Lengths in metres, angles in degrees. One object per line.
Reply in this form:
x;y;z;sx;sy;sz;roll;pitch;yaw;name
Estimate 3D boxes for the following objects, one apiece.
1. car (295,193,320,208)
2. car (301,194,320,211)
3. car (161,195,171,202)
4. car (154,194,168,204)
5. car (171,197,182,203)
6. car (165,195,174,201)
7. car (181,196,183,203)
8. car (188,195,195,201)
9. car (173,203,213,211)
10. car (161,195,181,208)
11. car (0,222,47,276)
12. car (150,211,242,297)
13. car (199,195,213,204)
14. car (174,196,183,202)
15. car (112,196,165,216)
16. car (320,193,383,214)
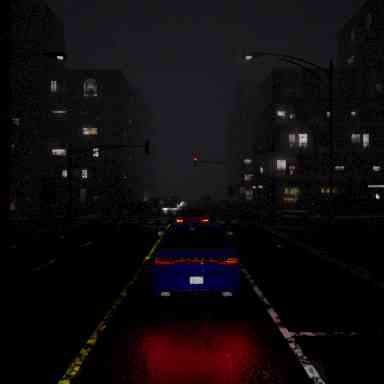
14.505;1.014;38.183;5.009;1.841;2.192;-1;1;-1;car
14.732;1.205;35.614;4.892;1.490;1.837;-1;0;-1;car
-5.798;1.470;74.569;1.967;1.590;4.097;0;0;0;car
-5.782;1.336;63.203;2.192;1.841;5.009;0;0;0;car
-3.109;1.626;68.201;1.895;1.301;4.718;0;0;0;car
-5.814;1.480;85.934;1.967;1.590;4.097;0;0;0;car
-3.163;1.370;58.692;2.097;1.767;4.553;0;0;0;car
-0.129;1.570;90.530;2.128;1.511;4.902;0;0;0;car
0.072;1.526;17.952;1.812;1.442;4.674;0;0;1;car
-3.151;1.560;49.210;2.033;1.411;5.357;0;0;-1;car
-5.755;1.582;9.815;1.802;1.307;4.206;0;0;0;car
0.090;1.477;8.612;1.882;1.535;5.008;0;0;0;car
2.607;1.458;57.535;1.967;1.590;4.097;0;0;0;car
-3.114;1.621;78.539;1.895;1.301;4.718;0;0;0;car
-5.706;1.558;34.367;5.008;1.535;1.882;-1;0;-27;car
14.651;1.029;29.805;5.009;1.841;2.192;-1;1;-1;car
